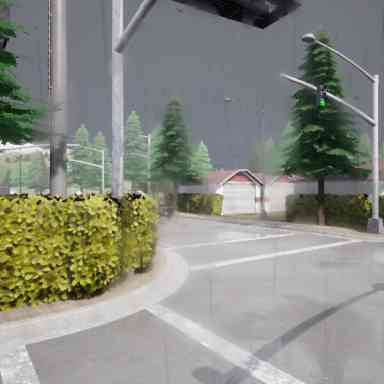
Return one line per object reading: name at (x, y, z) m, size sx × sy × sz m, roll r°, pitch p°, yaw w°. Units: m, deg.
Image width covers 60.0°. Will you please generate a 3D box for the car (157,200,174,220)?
car at (-3.223, 1.302, 25.239) m, size 2.128 × 1.511 × 4.902 m, roll 0°, pitch 0°, yaw -36°
